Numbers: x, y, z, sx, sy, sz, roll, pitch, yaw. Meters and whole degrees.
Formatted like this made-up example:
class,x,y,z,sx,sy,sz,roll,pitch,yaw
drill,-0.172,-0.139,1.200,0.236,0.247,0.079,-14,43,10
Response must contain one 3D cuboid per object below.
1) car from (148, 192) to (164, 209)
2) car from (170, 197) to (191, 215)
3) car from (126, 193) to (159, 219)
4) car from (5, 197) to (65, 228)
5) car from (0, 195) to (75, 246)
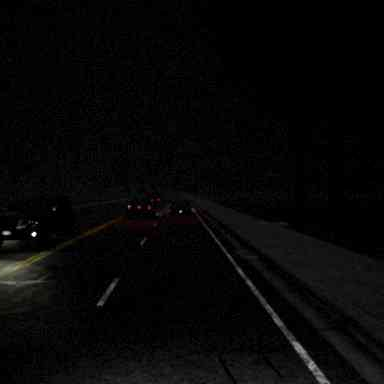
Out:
class,x,y,z,sx,sy,sz,roll,pitch,yaw
car,-4.812,1.060,42.334,2.150,2.045,5.566,0,0,-1
car,-1.101,1.449,31.902,1.895,1.301,4.718,0,0,-2
car,-4.253,1.240,28.442,2.097,1.767,4.553,0,0,-2
car,-10.661,1.317,22.999,2.097,1.767,4.553,0,0,-2
car,-7.148,1.195,15.393,2.150,2.045,5.566,0,0,-2
